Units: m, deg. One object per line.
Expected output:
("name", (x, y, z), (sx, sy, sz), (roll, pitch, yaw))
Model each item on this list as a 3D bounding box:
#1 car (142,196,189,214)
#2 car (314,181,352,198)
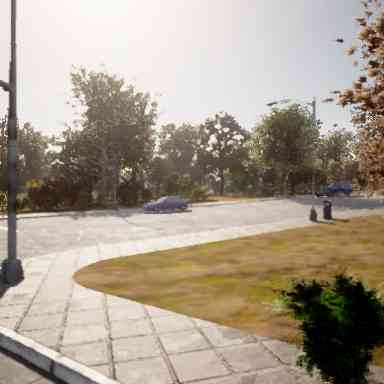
("car", (-2.435, 1.141, 30.953), (4.674, 1.442, 1.812), (-2, 2, -38))
("car", (18.792, -0.368, 44.256), (5.566, 2.045, 2.150), (-3, 2, -26))
